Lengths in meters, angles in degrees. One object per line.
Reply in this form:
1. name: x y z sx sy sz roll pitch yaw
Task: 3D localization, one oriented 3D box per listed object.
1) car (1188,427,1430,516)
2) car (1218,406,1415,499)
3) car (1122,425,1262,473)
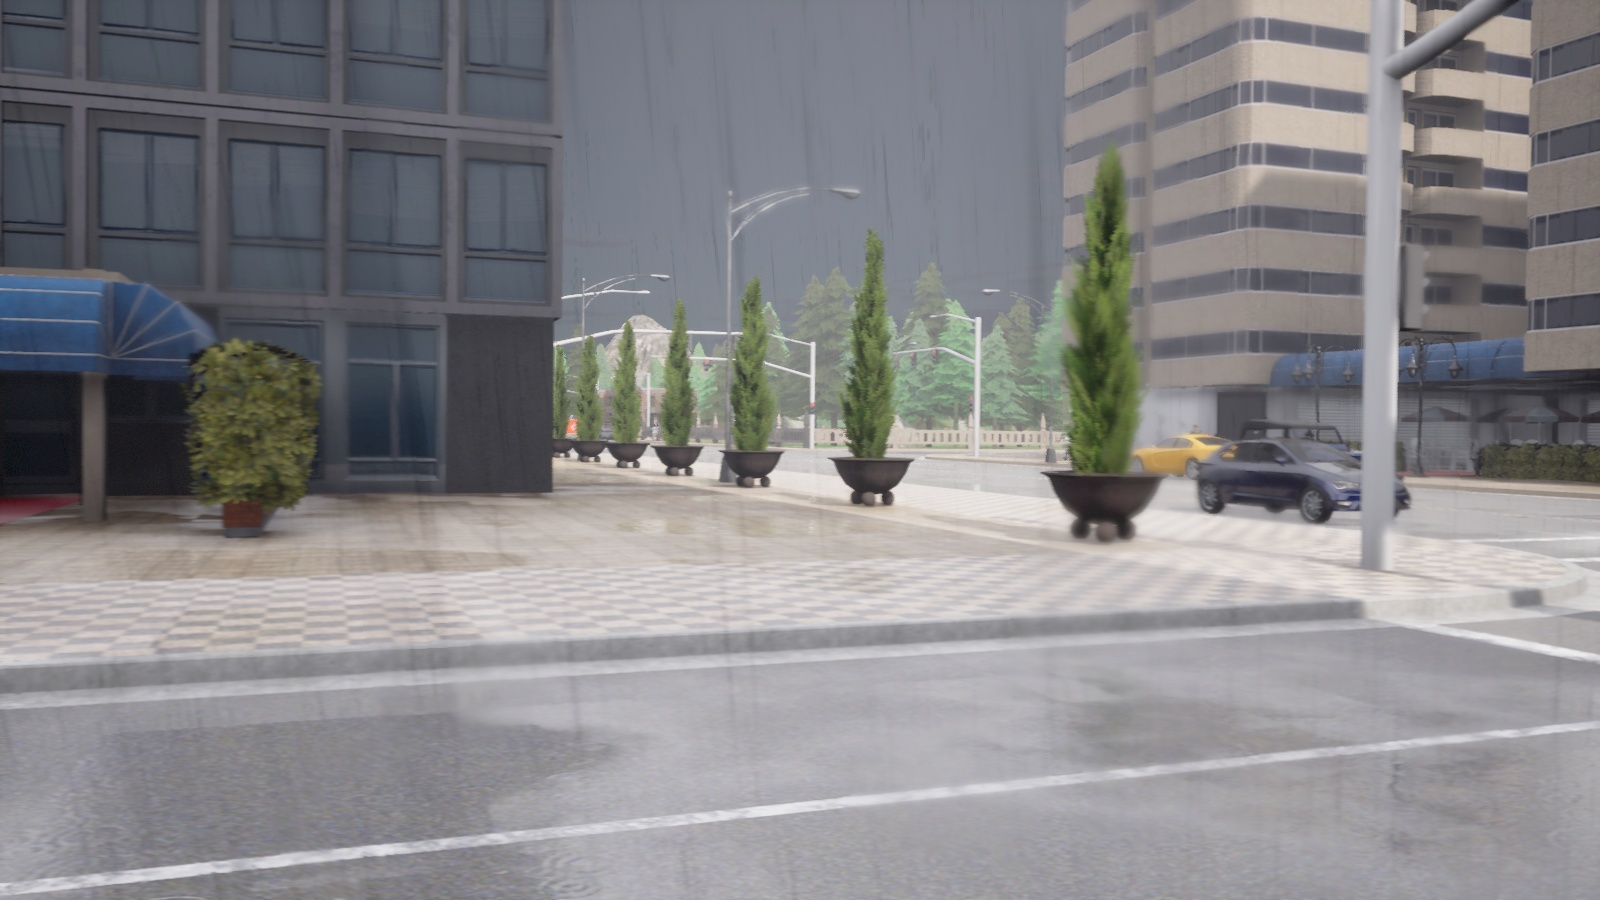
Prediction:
1. car: 9.283 0.332 23.294 1.816 1.474 4.193 -1 1 -20
2. car: 11.336 0.018 27.835 1.905 1.878 3.866 -1 1 -20
3. car: 13.270 -0.065 42.846 1.882 1.535 5.008 -1 1 -20
